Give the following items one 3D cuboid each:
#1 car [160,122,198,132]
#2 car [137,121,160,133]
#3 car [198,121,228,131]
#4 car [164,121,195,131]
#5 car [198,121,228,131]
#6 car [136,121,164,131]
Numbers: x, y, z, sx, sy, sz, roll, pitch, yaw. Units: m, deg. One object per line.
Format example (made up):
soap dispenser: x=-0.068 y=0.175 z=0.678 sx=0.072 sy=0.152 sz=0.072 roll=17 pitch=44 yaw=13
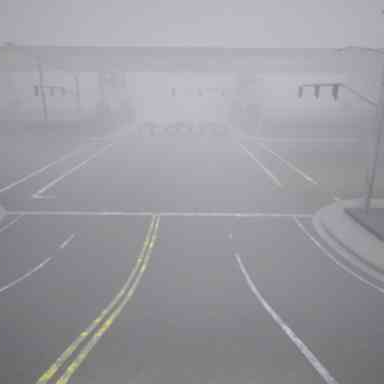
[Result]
car: x=-2.004 y=-10.295 z=52.543 sx=4.974 sy=1.542 sz=2.038 roll=-11 pitch=20 yaw=-34
car: x=-6.611 y=-10.317 z=52.616 sx=4.974 sy=1.542 sz=2.038 roll=16 pitch=23 yaw=42
car: x=3.377 y=-10.491 z=53.201 sx=4.974 sy=1.542 sz=2.038 roll=9 pitch=19 yaw=28
car: x=-1.962 y=-10.454 z=52.526 sx=4.536 sy=1.218 sz=1.853 roll=-11 pitch=20 yaw=-34
car: x=3.332 y=-10.650 z=53.180 sx=4.536 sy=1.218 sz=1.853 roll=9 pitch=19 yaw=28
car: x=-6.649 y=-10.478 z=52.606 sx=4.536 sy=1.218 sz=1.853 roll=16 pitch=23 yaw=42
